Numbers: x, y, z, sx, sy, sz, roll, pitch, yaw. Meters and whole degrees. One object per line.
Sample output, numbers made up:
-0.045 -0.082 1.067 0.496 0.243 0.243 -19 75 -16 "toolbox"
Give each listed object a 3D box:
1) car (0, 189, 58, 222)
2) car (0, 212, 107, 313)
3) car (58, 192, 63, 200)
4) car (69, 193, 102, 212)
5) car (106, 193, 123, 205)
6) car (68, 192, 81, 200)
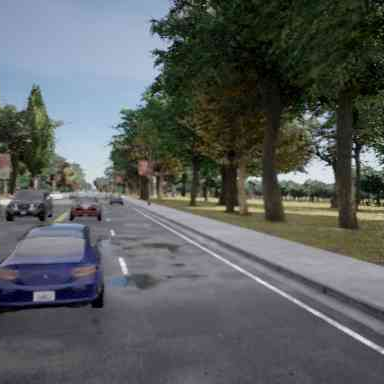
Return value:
-10.687 0.835 22.296 2.150 2.045 5.566 1 0 -16 "car"
-2.895 1.413 7.341 1.812 1.442 4.674 1 0 -16 "car"
-24.993 0.690 61.346 1.812 1.442 4.674 2 0 -15 "car"
-7.692 1.040 24.358 2.097 1.767 4.553 1 0 -16 "car"
-10.922 1.090 47.768 2.033 1.411 5.357 1 0 -16 "car"
-21.871 0.806 62.238 1.994 1.385 4.181 2 0 -15 "car"
